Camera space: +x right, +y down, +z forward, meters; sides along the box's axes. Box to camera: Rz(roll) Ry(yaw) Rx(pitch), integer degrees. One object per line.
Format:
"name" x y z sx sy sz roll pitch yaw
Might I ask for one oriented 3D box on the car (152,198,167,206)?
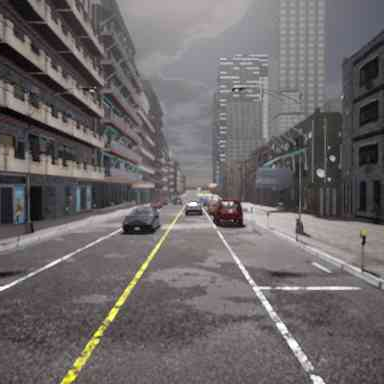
"car" -5.566 1.874 53.470 1.802 1.307 4.206 -1 0 0

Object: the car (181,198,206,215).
"car" 0.184 1.753 36.871 2.033 1.411 5.357 0 0 0

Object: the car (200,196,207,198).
"car" 2.829 1.903 59.073 1.802 1.307 4.206 -1 0 0

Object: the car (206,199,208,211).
"car" 2.761 1.731 36.925 1.752 1.417 4.829 -1 0 0

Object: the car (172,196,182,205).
"car" -2.829 1.892 66.799 1.837 1.490 4.892 0 0 0

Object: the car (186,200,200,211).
"car" 0.167 1.857 46.505 1.895 1.301 4.718 0 0 1

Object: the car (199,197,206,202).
"car" 2.915 2.027 92.553 1.887 1.381 4.507 -1 0 0

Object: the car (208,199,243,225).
"car" 2.704 1.460 25.596 2.192 1.841 5.009 -1 0 0

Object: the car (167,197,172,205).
"car" -5.538 1.892 64.630 1.887 1.381 4.507 -1 0 0

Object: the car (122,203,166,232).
"car" -3.046 1.667 21.130 2.033 1.411 5.357 0 0 0

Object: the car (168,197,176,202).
"car" -5.466 2.032 92.533 2.008 1.369 4.403 -1 0 0

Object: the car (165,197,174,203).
"car" -5.494 2.011 81.371 1.802 1.307 4.206 -1 0 0
